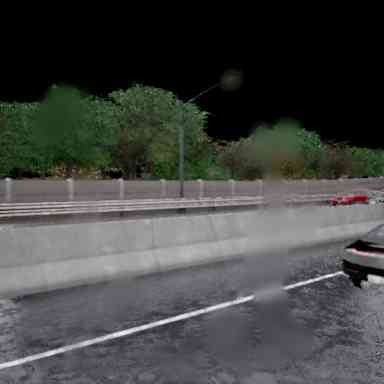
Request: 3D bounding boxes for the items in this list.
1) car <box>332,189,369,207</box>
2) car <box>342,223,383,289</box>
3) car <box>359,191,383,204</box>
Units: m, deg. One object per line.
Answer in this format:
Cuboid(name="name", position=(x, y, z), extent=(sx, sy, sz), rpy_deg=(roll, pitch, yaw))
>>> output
Cuboid(name="car", position=(18.692, 0.655, 38.734), extent=(5.566, 2.045, 2.150), rpy_deg=(-2, 1, -35))
Cuboid(name="car", position=(5.391, 1.377, 7.574), extent=(4.902, 1.511, 2.128), rpy_deg=(-1, 1, -35))
Cuboid(name="car", position=(20.564, 0.933, 35.765), extent=(4.902, 1.511, 2.128), rpy_deg=(-1, 1, -35))
